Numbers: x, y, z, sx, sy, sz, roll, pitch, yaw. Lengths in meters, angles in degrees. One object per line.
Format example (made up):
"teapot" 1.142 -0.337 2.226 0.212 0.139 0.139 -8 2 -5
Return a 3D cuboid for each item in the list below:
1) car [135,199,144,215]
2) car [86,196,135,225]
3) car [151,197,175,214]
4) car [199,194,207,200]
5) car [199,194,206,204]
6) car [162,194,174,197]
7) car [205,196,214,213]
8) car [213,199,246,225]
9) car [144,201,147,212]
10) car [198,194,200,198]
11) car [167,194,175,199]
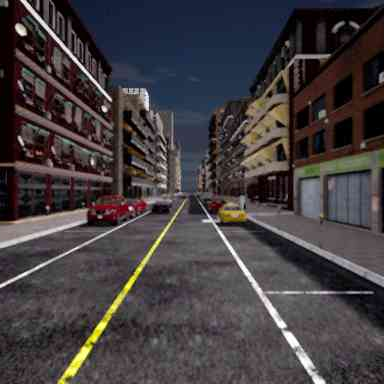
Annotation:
"car" -5.686 1.320 28.704 1.967 1.590 4.097 0 0 0
"car" -5.685 1.219 23.068 2.192 1.841 5.009 0 0 0
"car" -2.997 1.460 33.534 1.895 1.301 4.718 0 0 0
"car" 2.701 1.202 85.062 1.947 1.339 4.313 0 0 0
"car" 2.698 1.310 56.881 2.008 1.369 4.403 0 0 0
"car" -5.680 1.236 73.794 2.008 1.369 4.403 0 0 0
"car" 2.695 1.400 34.336 1.887 1.381 4.507 0 0 0
"car" 2.694 1.428 23.234 1.752 1.417 4.829 0 0 0
"car" -5.685 1.401 34.342 1.887 1.381 4.507 0 0 0
"car" 2.701 1.185 79.595 1.752 1.417 4.829 0 0 0
"car" -5.678 1.156 90.703 1.887 1.381 4.507 0 0 0
